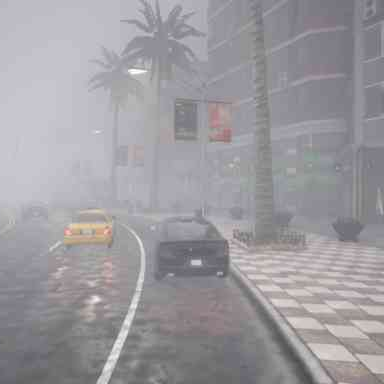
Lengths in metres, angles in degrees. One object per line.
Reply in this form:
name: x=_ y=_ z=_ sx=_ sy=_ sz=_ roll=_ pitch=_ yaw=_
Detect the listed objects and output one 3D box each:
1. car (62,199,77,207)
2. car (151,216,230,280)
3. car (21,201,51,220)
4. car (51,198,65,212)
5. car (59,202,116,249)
car: x=-9.348 y=1.532 z=28.201 sx=2.033 sy=1.411 sz=5.357 roll=0 pitch=0 yaw=-28
car: x=-0.213 y=1.473 z=10.104 sx=1.882 sy=1.535 sz=5.008 roll=0 pitch=0 yaw=-7
car: x=-13.208 y=1.509 z=27.896 sx=1.812 sy=1.442 sz=4.674 roll=0 pitch=0 yaw=-28
car: x=-15.693 y=1.470 z=39.361 sx=2.128 sy=1.511 sz=4.902 roll=0 pitch=0 yaw=-31
car: x=-4.353 y=1.449 z=14.636 sx=1.801 sy=1.575 sz=5.366 roll=0 pitch=0 yaw=-12
